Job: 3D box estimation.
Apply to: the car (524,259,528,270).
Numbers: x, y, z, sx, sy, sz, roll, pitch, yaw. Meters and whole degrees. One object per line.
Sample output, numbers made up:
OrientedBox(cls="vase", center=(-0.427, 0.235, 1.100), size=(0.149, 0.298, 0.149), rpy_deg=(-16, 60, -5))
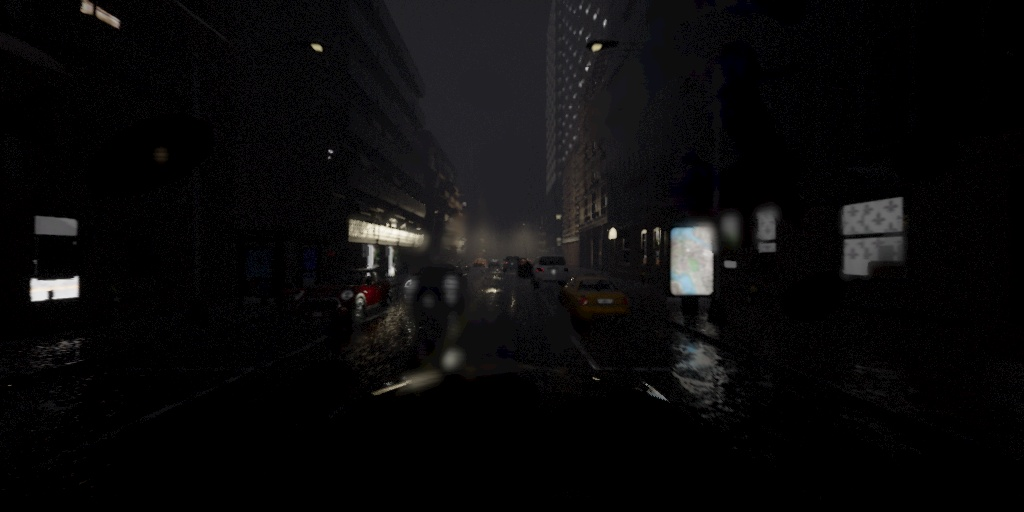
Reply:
OrientedBox(cls="car", center=(2.685, 1.270, 63.324), size=(1.888, 1.381, 4.507), rpy_deg=(0, 0, 0))

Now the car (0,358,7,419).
OrientedBox(cls="car", center=(-5.690, 1.065, 1.190), size=(2.192, 1.841, 5.009), rpy_deg=(0, 0, 0))

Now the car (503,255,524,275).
OrientedBox(cls="car", center=(0.040, 0.950, 45.396), size=(2.150, 2.045, 5.566), rpy_deg=(0, 0, 1))

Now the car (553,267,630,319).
OrientedBox(cls="car", center=(2.690, 1.267, 12.658), size=(1.751, 1.417, 4.829), rpy_deg=(0, 0, 0))

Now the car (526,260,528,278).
OrientedBox(cls="car", center=(2.688, 1.295, 35.082), size=(1.948, 1.339, 4.313), rpy_deg=(0, 0, 0))

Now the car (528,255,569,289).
OrientedBox(cls="car", center=(2.393, 0.955, 23.324), size=(2.150, 2.045, 5.566), rpy_deg=(0, 0, 0))

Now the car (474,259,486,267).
OrientedBox(cls="car", center=(-5.695, 1.165, 63.323), size=(1.967, 1.591, 4.097), rpy_deg=(0, 0, 0))

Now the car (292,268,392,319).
OrientedBox(cls="car", center=(-5.691, 1.182, 12.487), size=(1.967, 1.591, 4.097), rpy_deg=(0, 0, 0))

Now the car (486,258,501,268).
OrientedBox(cls="car", center=(-3.006, 1.295, 62.052), size=(1.994, 1.385, 4.181), rpy_deg=(0, 0, 0))

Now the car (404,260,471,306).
OrientedBox(cls="car", center=(-3.100, 1.092, 15.566), size=(2.097, 1.767, 4.553), rpy_deg=(0, 0, 0))
